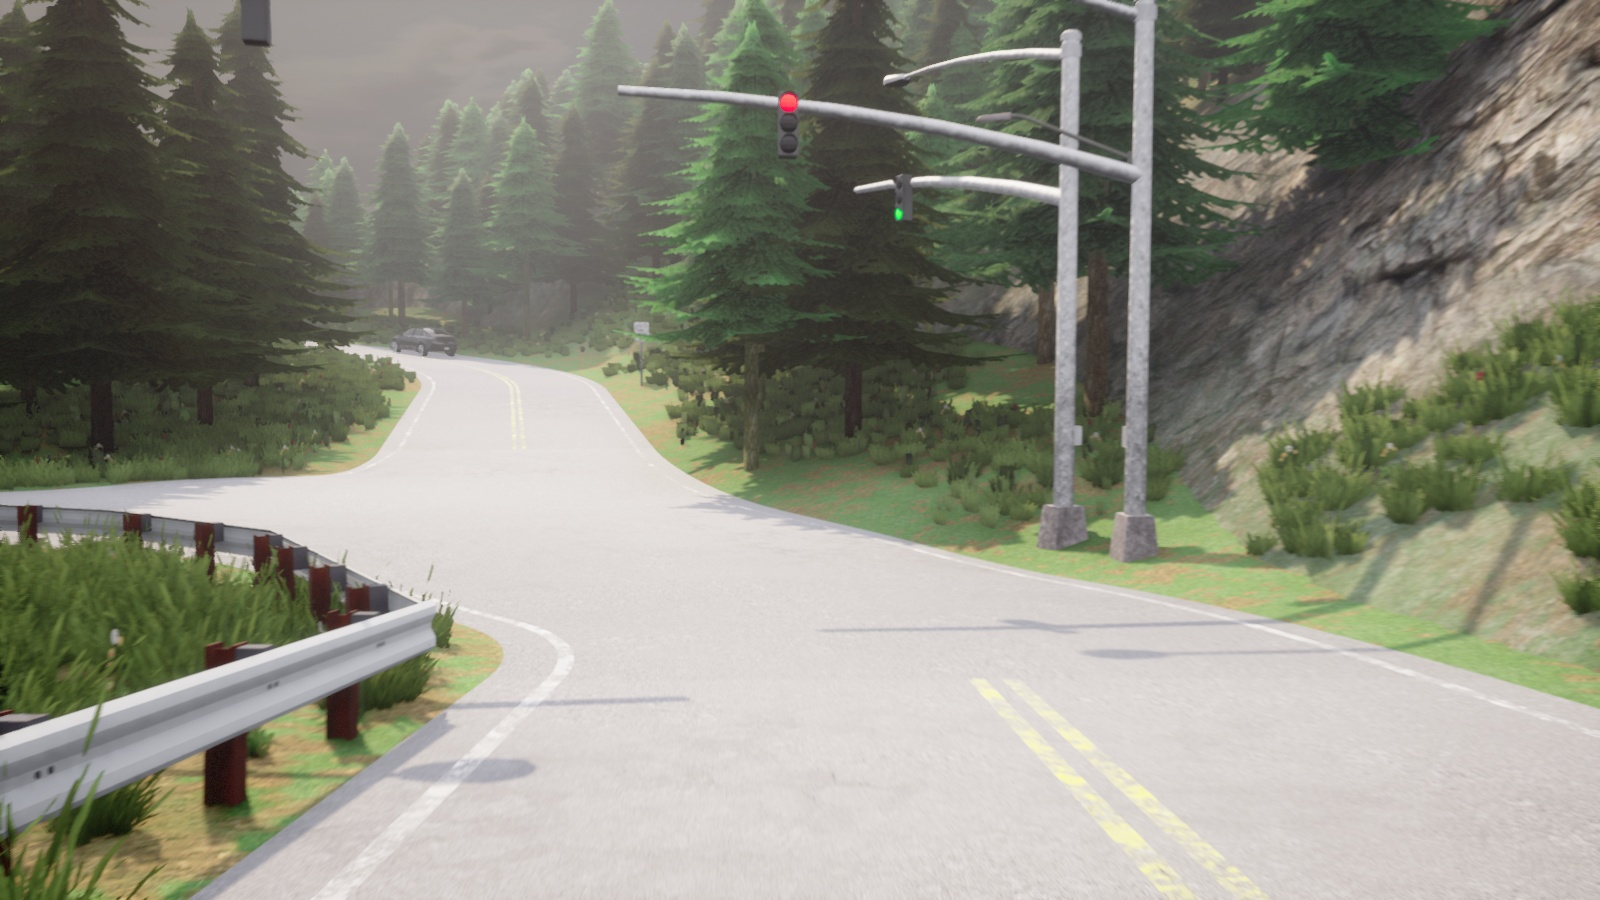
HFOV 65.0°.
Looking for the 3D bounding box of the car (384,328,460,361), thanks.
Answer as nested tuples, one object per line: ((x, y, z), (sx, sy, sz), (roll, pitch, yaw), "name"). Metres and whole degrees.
((-20.858, -5.826, 69.177), (4.892, 1.490, 1.837), (9, 9, 43), "car")
